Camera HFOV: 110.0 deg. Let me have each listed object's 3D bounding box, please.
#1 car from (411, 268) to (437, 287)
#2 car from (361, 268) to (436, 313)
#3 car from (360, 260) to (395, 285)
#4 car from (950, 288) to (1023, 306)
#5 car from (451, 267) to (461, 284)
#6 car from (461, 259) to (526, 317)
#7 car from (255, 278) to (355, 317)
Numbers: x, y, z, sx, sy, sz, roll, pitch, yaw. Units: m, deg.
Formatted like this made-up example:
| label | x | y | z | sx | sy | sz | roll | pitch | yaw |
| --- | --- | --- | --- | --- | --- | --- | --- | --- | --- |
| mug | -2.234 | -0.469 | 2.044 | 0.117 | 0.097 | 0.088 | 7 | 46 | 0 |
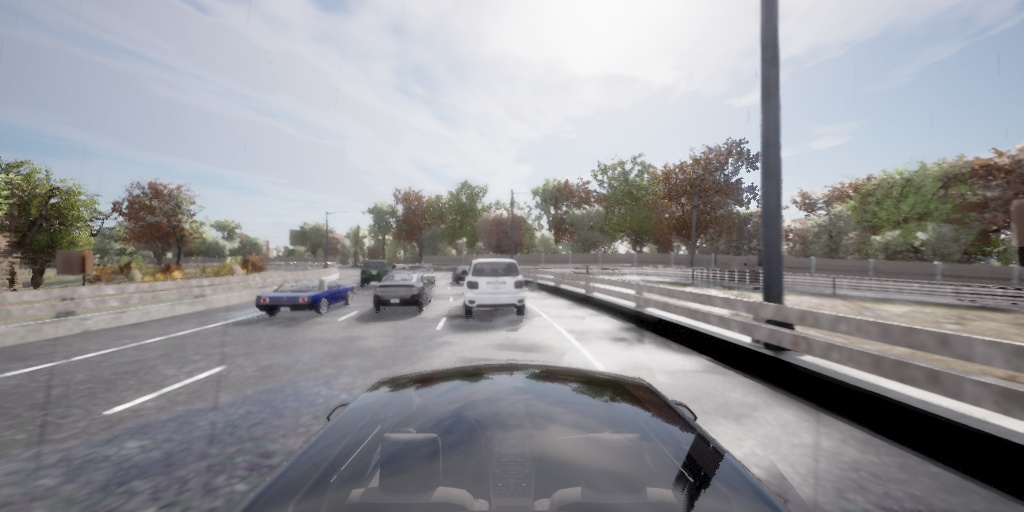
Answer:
| label | x | y | z | sx | sy | sz | roll | pitch | yaw |
| --- | --- | --- | --- | --- | --- | --- | --- | --- | --- |
| car | -7.390 | 1.722 | 29.932 | 1.895 | 1.301 | 4.718 | 0 | -1 | -15 |
| car | -4.428 | 1.422 | 15.107 | 2.128 | 1.511 | 4.902 | 0 | -1 | -7 |
| car | -10.650 | 1.340 | 28.596 | 2.150 | 2.045 | 5.566 | 0 | 0 | -15 |
| car | 37.522 | 3.114 | 27.741 | 4.718 | 1.301 | 1.895 | 3 | 1 | 28 |
| car | -4.152 | 1.633 | 31.345 | 1.837 | 1.490 | 4.892 | 0 | 0 | -15 |
| car | -0.804 | 1.130 | 14.314 | 2.150 | 2.045 | 5.566 | 0 | 0 | -7 |
| car | -7.838 | 1.532 | 14.207 | 1.895 | 1.301 | 4.718 | 0 | -1 | -7 |
